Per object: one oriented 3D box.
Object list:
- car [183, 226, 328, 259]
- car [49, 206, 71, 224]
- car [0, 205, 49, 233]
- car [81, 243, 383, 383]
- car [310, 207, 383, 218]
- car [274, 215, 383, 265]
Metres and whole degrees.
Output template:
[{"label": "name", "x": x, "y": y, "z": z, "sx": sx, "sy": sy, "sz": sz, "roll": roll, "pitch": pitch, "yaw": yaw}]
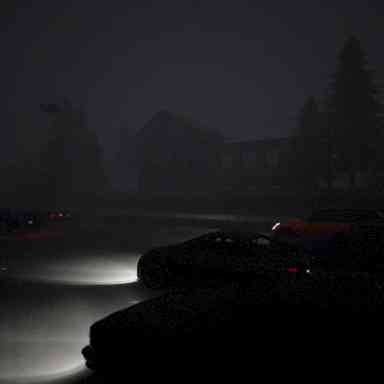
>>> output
[{"label": "car", "x": 0.682, "y": 1.590, "z": 7.805, "sx": 4.181, "sy": 1.385, "sz": 1.994, "roll": 0, "pitch": 0, "yaw": 36}, {"label": "car", "x": -11.316, "y": 1.710, "z": 24.966, "sx": 5.357, "sy": 1.411, "sz": 2.033, "roll": 0, "pitch": 0, "yaw": 36}, {"label": "car", "x": -11.362, "y": 1.624, "z": 20.698, "sx": 5.008, "sy": 1.535, "sz": 1.882, "roll": 0, "pitch": 0, "yaw": 36}, {"label": "car", "x": 1.320, "y": 1.551, "z": 3.052, "sx": 5.357, "sy": 1.411, "sz": 2.033, "roll": -1, "pitch": 0, "yaw": 36}, {"label": "car", "x": 5.393, "y": 1.373, "z": 13.044, "sx": 4.553, "sy": 1.767, "sz": 2.097, "roll": 0, "pitch": 0, "yaw": 36}, {"label": "car", "x": 4.977, "y": 1.554, "z": 9.041, "sx": 5.357, "sy": 1.411, "sz": 2.033, "roll": -1, "pitch": 0, "yaw": 36}]
